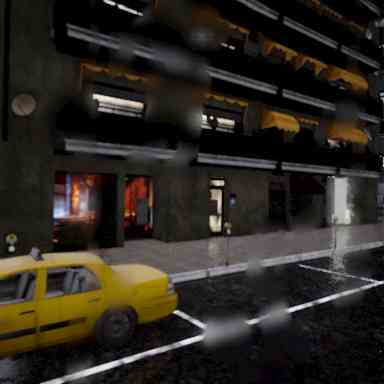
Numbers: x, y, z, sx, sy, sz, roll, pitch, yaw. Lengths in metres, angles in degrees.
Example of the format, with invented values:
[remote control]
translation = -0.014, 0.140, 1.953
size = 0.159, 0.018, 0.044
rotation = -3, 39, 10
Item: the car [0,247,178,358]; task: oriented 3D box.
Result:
[car]
translation = -2.515, 1.531, 4.756
size = 4.829, 1.417, 1.752
rotation = 1, 0, -36
